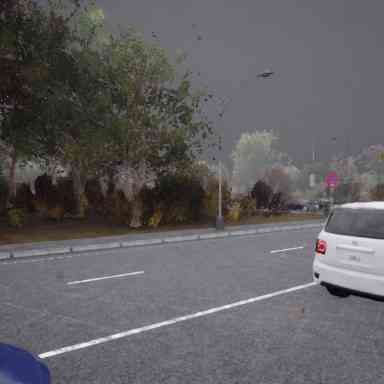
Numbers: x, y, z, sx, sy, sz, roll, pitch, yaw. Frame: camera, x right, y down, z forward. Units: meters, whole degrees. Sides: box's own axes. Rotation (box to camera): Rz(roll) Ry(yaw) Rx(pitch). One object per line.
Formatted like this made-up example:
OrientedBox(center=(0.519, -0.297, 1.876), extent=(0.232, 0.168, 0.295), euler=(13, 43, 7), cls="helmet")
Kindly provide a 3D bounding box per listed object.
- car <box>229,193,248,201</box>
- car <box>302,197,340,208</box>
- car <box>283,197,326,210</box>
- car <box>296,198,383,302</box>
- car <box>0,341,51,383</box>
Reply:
OrientedBox(center=(7.235, 1.212, 47.049), extent=(2.150, 2.045, 5.566), euler=(0, 0, -32), cls="car")
OrientedBox(center=(18.790, 1.489, 48.704), extent=(2.128, 1.511, 4.902), euler=(0, 0, -32), cls="car")
OrientedBox(center=(12.482, 1.490, 38.720), extent=(2.128, 1.511, 4.902), euler=(0, 0, -33), cls="car")
OrientedBox(center=(4.997, 1.221, 7.320), extent=(5.566, 2.045, 2.150), euler=(0, 0, -35), cls="car")
OrientedBox(center=(-3.122, 1.526, 1.515), extent=(4.674, 1.442, 1.812), euler=(0, 0, -36), cls="car")
